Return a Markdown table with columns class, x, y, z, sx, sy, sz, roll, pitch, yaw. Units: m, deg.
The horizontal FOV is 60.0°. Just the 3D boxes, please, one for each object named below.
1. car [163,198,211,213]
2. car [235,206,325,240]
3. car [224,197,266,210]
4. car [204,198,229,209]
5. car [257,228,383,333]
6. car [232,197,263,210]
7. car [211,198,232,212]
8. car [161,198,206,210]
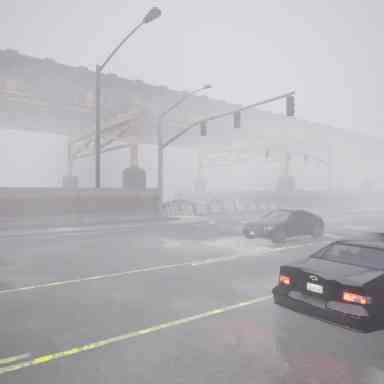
| class | x | y | z | sx | sy | sz | roll | pitch | yaw |
| --- | --- | --- | --- | --- | --- | --- | --- | --- | --- |
| car | -0.827 | 1.453 | 35.985 | 4.974 | 1.542 | 2.038 | 0 | 0 | 7 |
| car | 4.507 | 1.526 | 15.936 | 4.674 | 1.442 | 1.812 | 0 | 0 | -36 |
| car | 6.764 | 1.453 | 42.506 | 4.974 | 1.542 | 2.038 | 0 | 0 | -8 |
| car | 2.906 | 1.295 | 38.757 | 1.853 | 1.218 | 4.536 | 0 | 0 | 17 |
| car | 3.954 | 1.547 | 6.671 | 5.357 | 1.411 | 2.033 | 0 | 0 | -36 |
| car | 6.712 | 1.295 | 42.499 | 4.536 | 1.218 | 1.853 | 0 | 0 | -8 |
| car | 2.891 | 1.453 | 38.707 | 2.038 | 1.542 | 4.974 | 0 | 0 | 17 |
| car | -0.879 | 1.295 | 35.992 | 4.536 | 1.218 | 1.853 | 0 | 0 | 7 |
